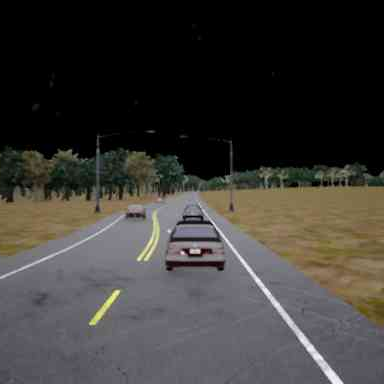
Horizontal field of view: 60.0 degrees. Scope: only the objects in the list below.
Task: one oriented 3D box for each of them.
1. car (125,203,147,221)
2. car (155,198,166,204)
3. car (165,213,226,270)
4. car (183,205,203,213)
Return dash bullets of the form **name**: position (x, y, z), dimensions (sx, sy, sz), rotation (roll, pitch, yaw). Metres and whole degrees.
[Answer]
- **car**: position (-5.373, 1.857, 32.066), dimensions (1.882, 1.535, 5.008), rotation (0, -1, -7)
- **car**: position (-7.006, 1.978, 73.477), dimensions (1.812, 1.442, 4.674), rotation (0, 0, 0)
- **car**: position (0.092, 1.687, 11.509), dimensions (2.033, 1.411, 5.357), rotation (0, -1, 0)
- **car**: position (0.093, 1.945, 32.326), dimensions (1.994, 1.385, 4.181), rotation (0, -1, 0)
